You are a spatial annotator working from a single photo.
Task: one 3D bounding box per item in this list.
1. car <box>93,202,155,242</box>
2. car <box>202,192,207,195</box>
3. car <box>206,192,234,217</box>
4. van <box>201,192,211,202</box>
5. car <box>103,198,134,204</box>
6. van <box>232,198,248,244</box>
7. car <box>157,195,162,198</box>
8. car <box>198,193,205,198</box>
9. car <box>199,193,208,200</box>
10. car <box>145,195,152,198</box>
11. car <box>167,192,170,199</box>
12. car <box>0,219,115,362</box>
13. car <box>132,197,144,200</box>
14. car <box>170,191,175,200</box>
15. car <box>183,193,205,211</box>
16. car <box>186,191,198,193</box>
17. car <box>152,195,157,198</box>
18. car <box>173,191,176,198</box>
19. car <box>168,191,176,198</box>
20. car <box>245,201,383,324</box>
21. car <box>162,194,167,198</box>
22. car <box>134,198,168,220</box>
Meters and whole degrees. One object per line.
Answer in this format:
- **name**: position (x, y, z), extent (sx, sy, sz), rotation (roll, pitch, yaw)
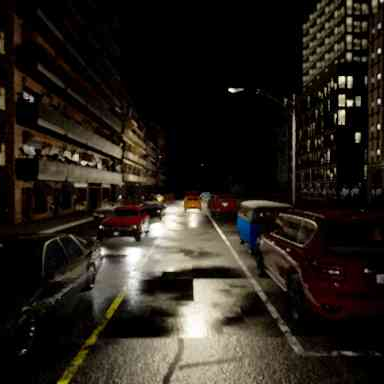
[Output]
- **car**: position (-3.104, 1.417, 15.952), extent (1.812, 1.442, 4.674), rotation (0, 0, 0)
- **car**: position (2.678, 1.169, 56.892), extent (1.752, 1.417, 4.829), rotation (0, 0, 0)
- **car**: position (2.681, 1.123, 29.087), extent (2.192, 1.841, 5.009), rotation (0, 0, 0)
- **van**: position (2.676, 0.955, 62.246), extent (1.690, 1.788, 3.998), rotation (0, 0, 0)
- **car**: position (-5.698, 1.393, 23.562), extent (2.008, 1.369, 4.403), rotation (0, 0, 0)
- **van**: position (2.683, 1.254, 12.508), extent (1.690, 1.788, 3.998), rotation (0, 0, 0)
- **car**: position (-5.701, 1.149, 45.667), extent (1.967, 1.590, 4.097), rotation (0, 0, 0)
- **car**: position (2.673, 1.031, 95.408), extent (1.802, 1.307, 4.206), rotation (0, 0, 0)
- **car**: position (2.674, 0.969, 78.827), extent (1.967, 1.590, 4.097), rotation (0, 0, 0)
- **car**: position (-5.700, 1.215, 34.614), extent (1.967, 1.590, 4.097), rotation (0, 0, 0)
- **car**: position (-5.703, 1.159, 62.247), extent (1.887, 1.381, 4.507), rotation (0, 0, 0)
- **car**: position (-3.102, 1.505, 6.075), extent (2.033, 1.411, 5.357), rotation (0, 0, 0)
- **car**: position (-5.699, 1.353, 29.087), extent (1.887, 1.381, 4.507), rotation (0, 0, 0)
- **car**: position (-5.705, 1.074, 78.827), extent (1.887, 1.381, 4.507), rotation (0, 0, 0)
- **car**: position (0.094, 1.243, 36.222), extent (1.882, 1.535, 5.008), rotation (0, 1, 0)
- **car**: position (0.008, 0.921, 47.701), extent (2.150, 2.045, 5.566), rotation (0, 1, 0)
- **car**: position (-5.700, 1.324, 40.142), extent (1.802, 1.307, 4.206), rotation (0, 0, 0)
- **car**: position (-5.707, 1.002, 89.711), extent (1.752, 1.417, 4.829), rotation (0, 0, 0)
- **car**: position (-5.709, 0.765, 95.406), extent (2.192, 1.841, 5.009), rotation (0, 0, 0)
- **car**: position (2.684, 1.265, 6.982), extent (2.192, 1.841, 5.009), rotation (0, 0, 0)
- **car**: position (-5.702, 1.172, 56.551), extent (1.752, 1.417, 4.829), rotation (0, 0, 0)
- **car**: position (-3.094, 1.428, 25.949), extent (1.895, 1.301, 4.718), rotation (0, 0, 0)
